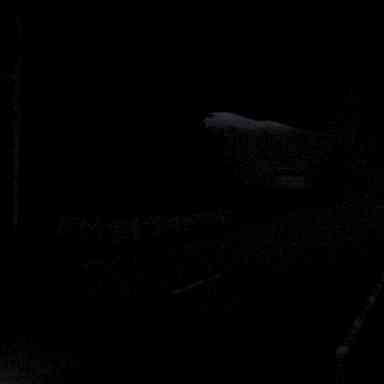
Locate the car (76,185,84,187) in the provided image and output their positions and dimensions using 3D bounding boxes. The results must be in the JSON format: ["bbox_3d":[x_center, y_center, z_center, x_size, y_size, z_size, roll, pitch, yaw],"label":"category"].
[{"bbox_3d":[-26.316,-0.685,73.388,3.633,1.501,1.845,2,2,35],"label":"car"}]

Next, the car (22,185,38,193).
[{"bbox_3d":[-32.131,-0.619,65.261,4.514,1.523,2.007,2,2,35],"label":"car"}]

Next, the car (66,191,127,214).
[{"bbox_3d":[-7.990,0.815,28.186,2.242,1.667,4.611,2,2,35],"label":"car"}]

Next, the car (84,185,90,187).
[{"bbox_3d":[-28.345,-1.022,89.525,3.806,1.475,1.970,2,2,35],"label":"car"}]

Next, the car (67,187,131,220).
[{"bbox_3d":[-5.879,0.838,21.372,1.905,1.878,3.866,2,2,35],"label":"car"}]

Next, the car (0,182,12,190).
[{"bbox_3d":[-44.874,-1.358,78.551,3.866,1.878,1.905,2,2,35],"label":"car"}]
